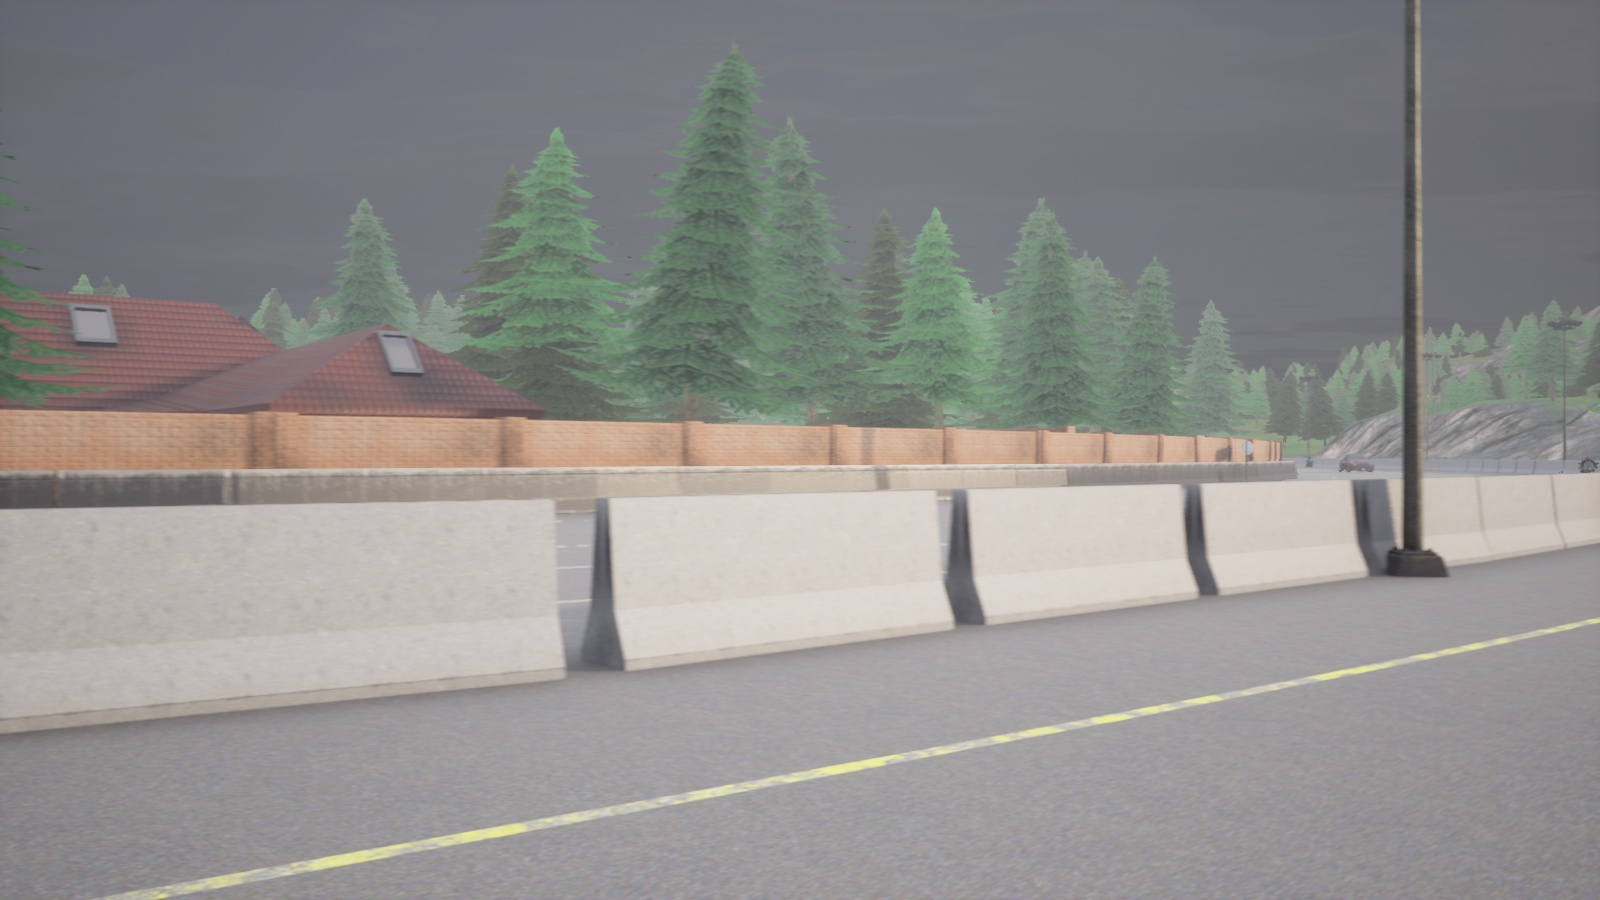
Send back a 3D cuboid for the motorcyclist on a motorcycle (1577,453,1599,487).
[{"bbox_3d":[36.231,0.910,57.681,0.866,1.530,2.191,-1,-1,31],"label":"motorcyclist on a motorcycle"}]
